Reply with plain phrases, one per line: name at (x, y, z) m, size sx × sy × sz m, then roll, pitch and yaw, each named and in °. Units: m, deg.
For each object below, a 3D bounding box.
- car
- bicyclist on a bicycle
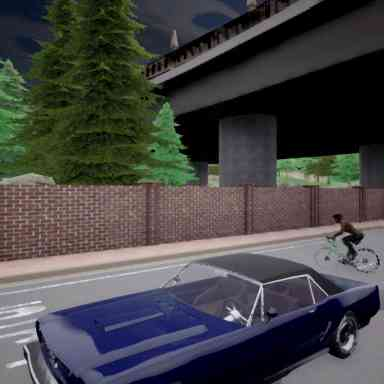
car at (0.478, 1.601, 4.372) m, size 4.718 × 1.301 × 1.895 m, roll 0°, pitch 0°, yaw -37°
bicyclist on a bicycle at (4.301, 1.444, 9.340) m, size 1.656 × 1.620 × 0.582 m, roll -2°, pitch -3°, yaw 27°
